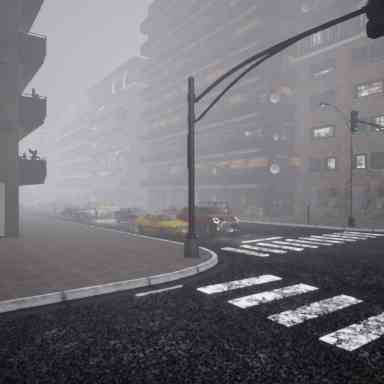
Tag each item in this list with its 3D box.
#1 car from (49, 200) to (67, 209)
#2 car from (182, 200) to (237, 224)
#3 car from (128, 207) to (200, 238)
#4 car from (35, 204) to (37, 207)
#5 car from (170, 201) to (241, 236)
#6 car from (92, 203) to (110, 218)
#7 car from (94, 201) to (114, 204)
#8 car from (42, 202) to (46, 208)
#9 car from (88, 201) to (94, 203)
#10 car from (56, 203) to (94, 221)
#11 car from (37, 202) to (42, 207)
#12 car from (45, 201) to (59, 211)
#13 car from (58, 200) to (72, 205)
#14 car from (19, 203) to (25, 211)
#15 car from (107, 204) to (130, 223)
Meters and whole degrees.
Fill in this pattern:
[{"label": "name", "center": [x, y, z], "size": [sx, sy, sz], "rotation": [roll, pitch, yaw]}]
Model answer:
[{"label": "car", "center": [-28.574, 2.623, 70.824], "size": [2.192, 1.841, 5.009], "rotation": [-1, 0, -36]}, {"label": "car", "center": [1.433, 1.713, 29.622], "size": [2.192, 1.841, 5.009], "rotation": [-1, 0, -36]}, {"label": "car", "center": [-1.837, 1.833, 19.942], "size": [1.752, 1.417, 4.829], "rotation": [-1, 0, -36]}, {"label": "car", "center": [-38.565, 3.168, 84.561], "size": [1.947, 1.339, 4.313], "rotation": [-1, 0, -36]}, {"label": "car", "center": [0.891, 1.635, 20.630], "size": [2.097, 1.767, 4.553], "rotation": [0, -1, -36]}, {"label": "car", "center": [-11.190, 2.255, 37.220], "size": [1.895, 1.301, 4.718], "rotation": [0, -1, -36]}, {"label": "car", "center": [-12.441, 2.290, 49.539], "size": [1.801, 1.575, 5.366], "rotation": [0, -1, -36]}, {"label": "car", "center": [-31.901, 2.972, 75.401], "size": [1.947, 1.339, 4.313], "rotation": [-1, 0, -36]}, {"label": "car", "center": [-16.464, 2.307, 55.000], "size": [2.097, 1.767, 4.553], "rotation": [0, -1, -36]}, {"label": "car", "center": [-11.940, 2.163, 33.814], "size": [1.887, 1.381, 4.507], "rotation": [-1, 0, -36]}, {"label": "car", "center": [-35.236, 3.049, 79.980], "size": [1.887, 1.381, 4.507], "rotation": [-1, 0, -36]}, {"label": "car", "center": [-25.285, 2.755, 61.994], "size": [1.895, 1.301, 4.718], "rotation": [0, -1, -36]}, {"label": "car", "center": [-19.605, 2.530, 54.197], "size": [2.033, 1.411, 5.357], "rotation": [0, -1, -36]}, {"label": "car", "center": [-31.946, 2.769, 61.283], "size": [1.887, 1.381, 4.507], "rotation": [-1, 0, -36]}, {"label": "car", "center": [-5.141, 2.017, 28.901], "size": [2.033, 1.411, 5.357], "rotation": [0, -1, -36]}]
